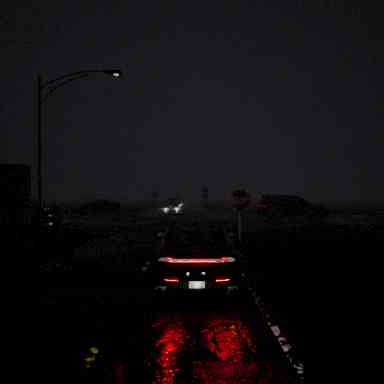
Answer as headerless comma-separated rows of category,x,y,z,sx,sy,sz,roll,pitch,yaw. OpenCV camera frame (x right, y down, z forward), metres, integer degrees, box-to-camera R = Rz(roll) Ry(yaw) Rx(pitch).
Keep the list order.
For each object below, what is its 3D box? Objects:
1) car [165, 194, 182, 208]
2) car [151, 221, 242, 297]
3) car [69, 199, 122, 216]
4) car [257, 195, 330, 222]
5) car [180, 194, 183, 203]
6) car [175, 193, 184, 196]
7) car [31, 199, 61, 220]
car,-2.975,1.497,49.631,1.882,1.535,5.008,0,0,0
car,0.089,1.491,8.536,2.128,1.511,4.902,0,0,0
car,-9.210,1.430,32.008,4.902,1.511,2.128,0,1,-33
car,8.089,1.276,26.768,5.566,2.045,2.150,0,1,0
car,-3.003,1.555,60.709,1.812,1.442,4.674,0,0,0
car,-2.987,1.266,71.289,2.150,2.045,5.566,0,0,0
car,-12.774,1.334,26.379,4.553,1.767,2.097,0,1,7
